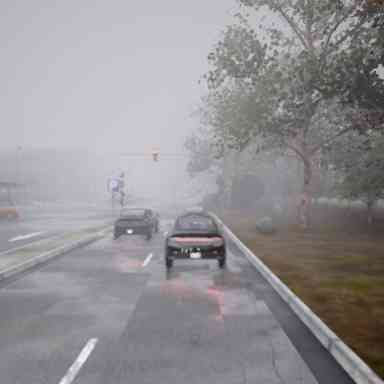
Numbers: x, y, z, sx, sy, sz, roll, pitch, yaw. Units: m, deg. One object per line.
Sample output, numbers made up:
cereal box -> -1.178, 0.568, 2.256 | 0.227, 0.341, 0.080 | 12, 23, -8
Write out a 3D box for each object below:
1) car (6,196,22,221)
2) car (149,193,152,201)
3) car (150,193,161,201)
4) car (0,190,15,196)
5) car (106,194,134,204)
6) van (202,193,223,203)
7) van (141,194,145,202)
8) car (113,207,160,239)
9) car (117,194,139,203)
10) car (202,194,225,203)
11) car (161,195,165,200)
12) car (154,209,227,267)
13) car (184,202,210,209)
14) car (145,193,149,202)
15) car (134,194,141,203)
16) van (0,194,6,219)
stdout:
car -> -16.652, 1.505, 27.520 | 4.553, 1.767, 2.185 | -1, 0, -19
car -> -12.715, 1.653, 80.281 | 4.674, 1.452, 2.002 | -1, 0, -13
car -> -11.536, 1.683, 89.266 | 4.674, 1.452, 2.002 | -1, 0, -12
car -> -31.217, 0.343, 56.185 | 2.002, 1.452, 4.674 | 6, -3, -19
car -> -14.505, 1.597, 65.329 | 4.792, 1.488, 2.163 | -1, 0, -15
van -> 4.220, 1.291, 67.942 | 4.442, 1.987, 1.878 | 1, 0, -14
van -> -13.310, 1.365, 74.315 | 4.442, 1.987, 1.878 | -1, -1, -14
car -> -2.876, 1.592, 17.858 | 1.837, 1.490, 4.892 | 0, 0, 0
car -> -13.772, 1.457, 71.274 | 4.553, 1.767, 2.185 | -1, -1, -14
car -> 4.601, 1.401, 70.912 | 4.553, 1.767, 2.185 | 1, 0, -14
car -> -11.089, 1.402, 92.273 | 5.566, 2.045, 2.435 | -1, -1, -12
car -> 0.100, 1.546, 11.549 | 2.128, 1.511, 4.902 | 0, 0, 0
car -> 0.154, 1.611, 21.472 | 1.837, 1.490, 4.892 | 0, 0, 0
car -> -13.085, 1.604, 77.285 | 4.892, 1.521, 2.231 | -1, -1, -14
car -> -13.863, 1.565, 68.322 | 5.366, 1.575, 1.946 | -1, -1, -15
van -> -16.624, 1.388, 24.543 | 4.442, 1.987, 1.878 | -1, -1, -20
